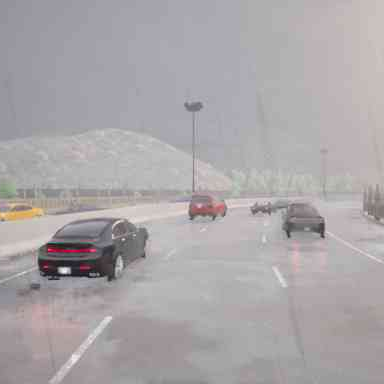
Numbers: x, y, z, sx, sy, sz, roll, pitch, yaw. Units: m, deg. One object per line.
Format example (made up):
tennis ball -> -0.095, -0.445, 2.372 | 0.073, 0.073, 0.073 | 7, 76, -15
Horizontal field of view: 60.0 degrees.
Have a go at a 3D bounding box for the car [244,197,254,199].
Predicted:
car -> 10.037, 1.598, 59.490 | 1.895, 1.301, 4.718 | 0, 0, 38

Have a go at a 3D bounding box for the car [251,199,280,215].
car -> 7.409, 1.599, 33.790 | 1.895, 1.301, 4.718 | 0, 0, 23

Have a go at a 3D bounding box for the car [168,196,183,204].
car -> -1.956, 1.476, 54.179 | 1.882, 1.535, 5.008 | 0, 0, 31

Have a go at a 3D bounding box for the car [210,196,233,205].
car -> 5.339, 1.501, 58.947 | 1.837, 1.490, 4.892 | 0, 0, 36

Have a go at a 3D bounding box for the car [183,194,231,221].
car -> 1.410, 1.221, 27.915 | 2.150, 2.045, 5.566 | 0, 0, 18

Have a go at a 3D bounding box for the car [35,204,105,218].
car -> -7.674, 1.547, 22.325 | 2.033, 1.411, 5.357 | 0, 0, 13

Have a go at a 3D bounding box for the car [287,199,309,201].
car -> 11.228, 1.476, 33.833 | 1.882, 1.535, 5.008 | 0, 0, 23

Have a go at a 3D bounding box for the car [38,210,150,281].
car -> -2.591, 1.505, 9.879 | 1.837, 1.490, 4.892 | 0, 0, 6

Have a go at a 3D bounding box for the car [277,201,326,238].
car -> 5.888, 1.491, 17.869 | 2.128, 1.511, 4.902 | 0, 0, 12

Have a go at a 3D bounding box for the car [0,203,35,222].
car -> -11.516, 1.477, 20.923 | 1.882, 1.535, 5.008 | 0, 0, 13

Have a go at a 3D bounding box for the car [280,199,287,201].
car -> 11.870, 1.562, 42.820 | 1.994, 1.385, 4.181 | 0, 0, 29
